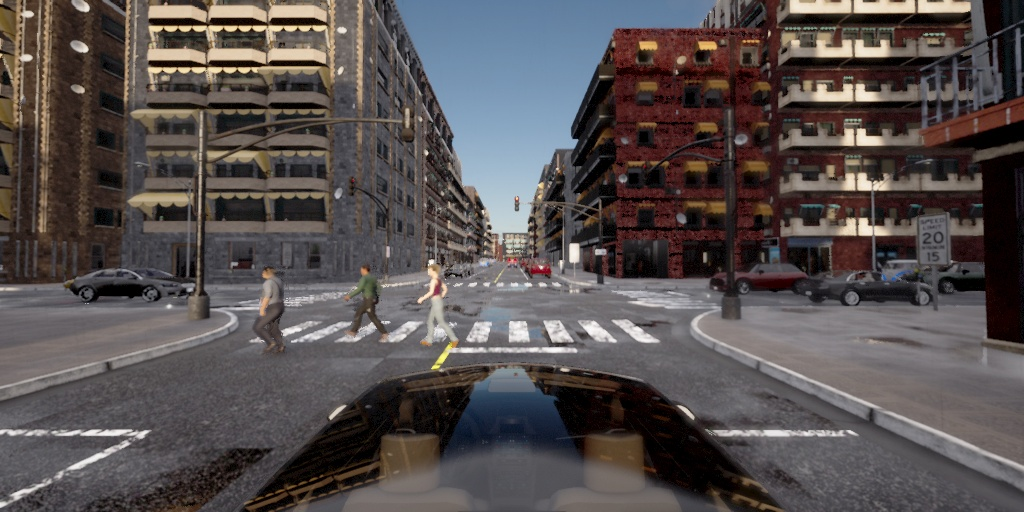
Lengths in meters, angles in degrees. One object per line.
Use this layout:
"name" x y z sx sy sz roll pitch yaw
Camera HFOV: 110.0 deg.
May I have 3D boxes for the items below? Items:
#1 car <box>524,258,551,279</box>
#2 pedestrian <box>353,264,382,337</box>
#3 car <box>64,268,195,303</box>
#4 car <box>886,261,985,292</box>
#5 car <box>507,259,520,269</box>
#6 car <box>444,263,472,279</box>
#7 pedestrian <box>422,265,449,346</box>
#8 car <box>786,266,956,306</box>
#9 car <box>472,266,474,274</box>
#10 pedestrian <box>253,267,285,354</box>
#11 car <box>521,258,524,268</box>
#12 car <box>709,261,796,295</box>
"car" 2.600 1.159 34.277 2.192 1.841 5.009 0 0 0
"pedestrian" -3.428 1.057 8.512 0.375 1.860 0.375 1 -1 0
"car" -17.247 1.305 16.579 4.902 1.511 2.128 0 -1 2
"car" 23.707 1.122 19.372 4.553 1.767 2.097 0 -1 0
"car" 0.064 1.580 63.895 1.895 1.301 4.718 0 0 0
"car" -5.282 1.410 34.240 1.948 1.339 4.313 0 0 0
"pedestrian" -1.678 1.063 7.910 0.375 1.860 0.375 1 -1 0
"car" 13.757 1.216 13.972 4.403 1.370 2.007 0 0 0
"car" -5.276 1.427 39.801 1.948 1.339 4.313 0 0 0
"pedestrian" -4.928 1.060 7.311 0.375 1.860 0.375 1 -1 0
"car" 2.611 1.196 45.400 2.192 1.841 5.009 0 0 0
"car" 13.233 1.146 19.386 4.553 1.767 2.097 0 -1 -1
